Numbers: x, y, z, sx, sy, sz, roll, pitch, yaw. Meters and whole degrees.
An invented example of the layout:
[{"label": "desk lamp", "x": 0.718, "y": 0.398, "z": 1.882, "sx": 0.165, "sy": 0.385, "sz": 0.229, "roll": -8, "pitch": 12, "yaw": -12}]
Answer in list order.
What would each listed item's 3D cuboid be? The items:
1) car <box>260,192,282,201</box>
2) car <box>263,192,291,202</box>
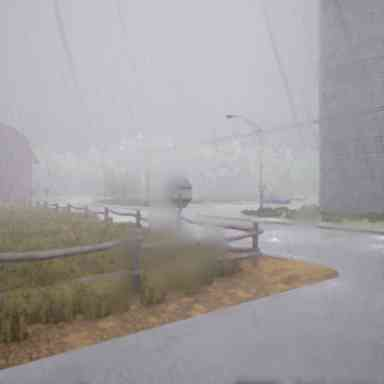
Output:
[{"label": "car", "x": 17.595, "y": 0.930, "z": 73.986, "sx": 1.932, "sy": 1.855, "sz": 4.605, "roll": 0, "pitch": 0, "yaw": -36}, {"label": "car", "x": 14.093, "y": 1.192, "z": 55.017, "sx": 2.242, "sy": 1.667, "sz": 4.611, "roll": 0, "pitch": 0, "yaw": -36}]
